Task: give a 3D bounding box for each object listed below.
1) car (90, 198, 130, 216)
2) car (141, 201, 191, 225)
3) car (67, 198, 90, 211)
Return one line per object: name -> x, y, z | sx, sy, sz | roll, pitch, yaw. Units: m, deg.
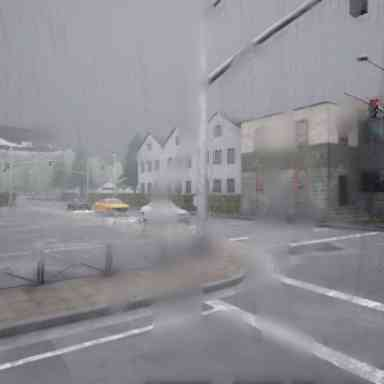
car -> -7.393, 1.335, 30.714 | 1.882, 1.535, 5.008 | 0, 0, -35
car -> -1.931, 1.383, 23.041 | 1.812, 1.442, 4.674 | 0, 0, -35
car -> -13.163, 1.422, 38.902 | 1.994, 1.385, 4.181 | 0, 0, -35
